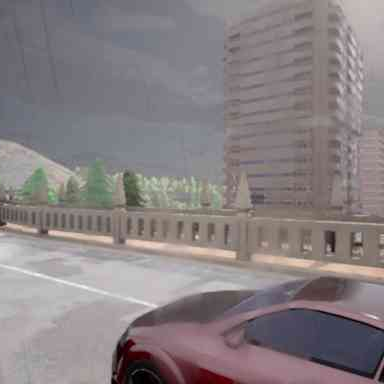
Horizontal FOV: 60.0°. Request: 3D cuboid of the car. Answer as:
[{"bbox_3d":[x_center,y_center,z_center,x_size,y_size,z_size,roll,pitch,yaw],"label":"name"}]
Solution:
[{"bbox_3d":[1.180,1.563,3.151,4.181,1.385,1.994,0,0,36],"label":"car"}]
